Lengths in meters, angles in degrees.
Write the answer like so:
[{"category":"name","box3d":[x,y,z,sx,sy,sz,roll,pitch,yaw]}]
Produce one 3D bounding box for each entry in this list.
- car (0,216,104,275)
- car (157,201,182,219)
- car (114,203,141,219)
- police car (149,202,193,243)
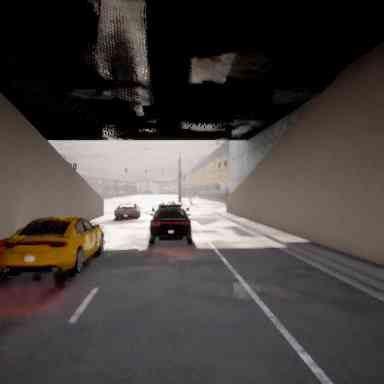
[{"category":"car","box3d":[-4.152,1.496,10.659,1.882,1.535,5.008,0,0,-4]},{"category":"car","box3d":[-2.018,1.540,29.561,1.994,1.385,4.181,0,0,-4]},{"category":"car","box3d":[-5.466,1.605,28.768,1.895,1.301,4.718,0,0,-4]},{"category":"police car","box3d":[-1.041,1.411,16.237,1.930,1.638,5.238,0,0,-4]}]
